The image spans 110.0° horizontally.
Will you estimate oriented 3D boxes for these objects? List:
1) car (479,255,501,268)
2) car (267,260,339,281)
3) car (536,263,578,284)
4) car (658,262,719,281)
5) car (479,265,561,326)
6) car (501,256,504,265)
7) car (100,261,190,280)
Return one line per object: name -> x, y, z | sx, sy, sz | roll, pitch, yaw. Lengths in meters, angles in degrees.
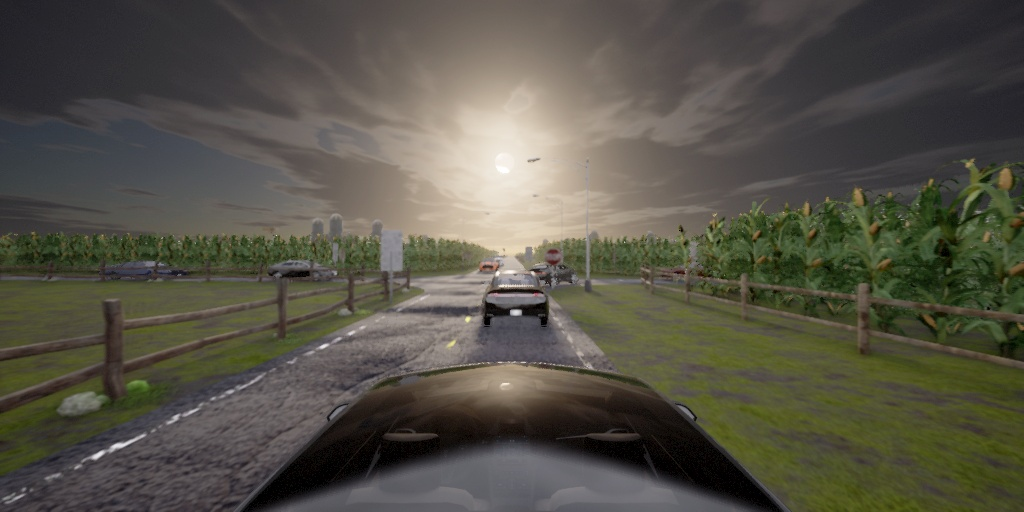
car -> -2.831, 0.973, 44.176 | 2.097, 1.767, 4.553 | 0, 0, 0
car -> -15.697, 1.070, 27.045 | 4.902, 1.511, 2.128 | 0, 0, 2
car -> 2.687, 1.195, 23.861 | 1.837, 1.490, 4.892 | -2, -1, 34
car -> 14.760, 1.269, 29.728 | 5.008, 1.535, 1.882 | 0, 0, 1
car -> 0.102, 1.216, 11.527 | 2.128, 1.511, 4.902 | 0, 0, 0
car -> -2.804, 1.130, 55.384 | 2.033, 1.411, 5.357 | 0, 0, 1
car -> -27.800, 1.061, 27.208 | 5.357, 1.411, 2.033 | 0, 0, 0
